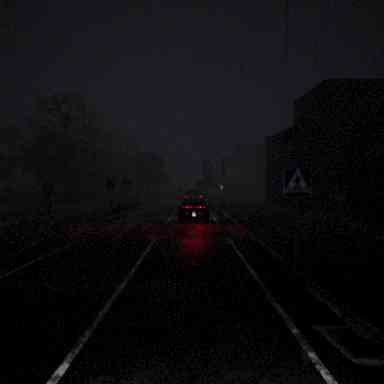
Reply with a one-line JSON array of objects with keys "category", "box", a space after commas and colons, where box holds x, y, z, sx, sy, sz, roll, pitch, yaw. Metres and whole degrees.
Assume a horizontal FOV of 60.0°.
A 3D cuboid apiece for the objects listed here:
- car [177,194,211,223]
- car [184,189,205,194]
[{"category": "car", "box": [0.108, 1.146, 21.002, 1.837, 1.490, 4.892, 0, -3, 0]}, {"category": "car", "box": [0.240, 0.662, 38.339, 2.150, 2.045, 5.566, 0, 1, 2]}]
